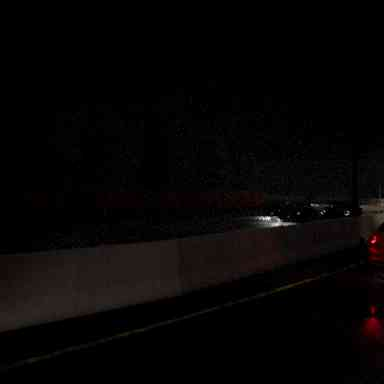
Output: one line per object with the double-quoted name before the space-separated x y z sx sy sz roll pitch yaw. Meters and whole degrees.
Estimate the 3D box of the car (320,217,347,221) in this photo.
"car" 11.047 1.420 24.440 2.097 1.767 4.553 0 0 39

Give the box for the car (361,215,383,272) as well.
"car" 7.033 1.379 9.884 4.553 1.767 2.097 0 0 -42
